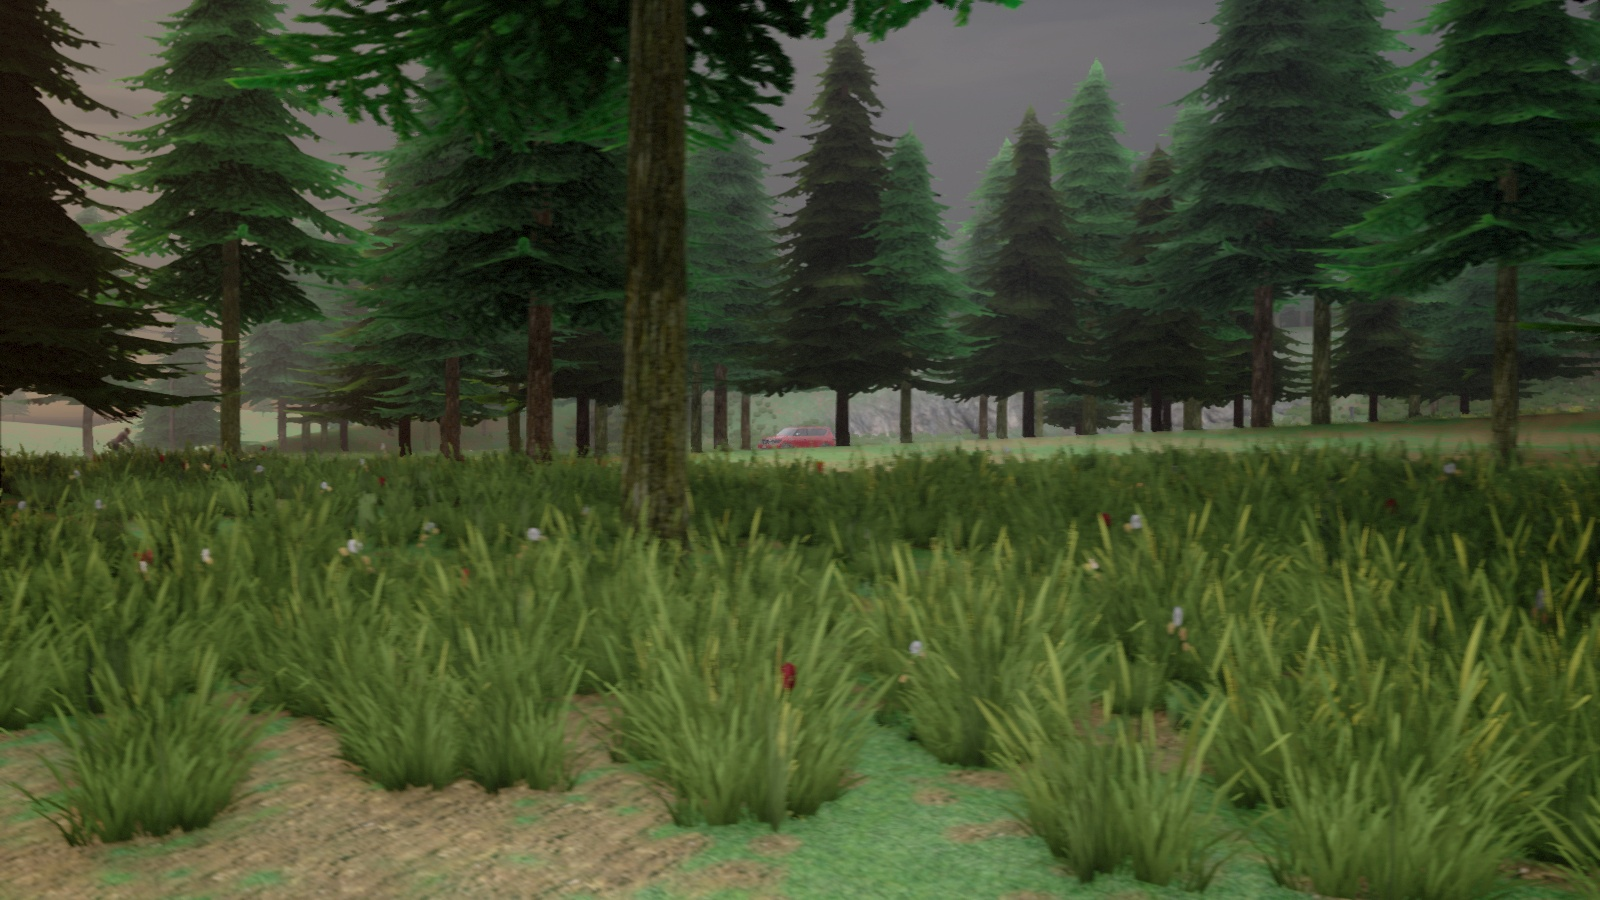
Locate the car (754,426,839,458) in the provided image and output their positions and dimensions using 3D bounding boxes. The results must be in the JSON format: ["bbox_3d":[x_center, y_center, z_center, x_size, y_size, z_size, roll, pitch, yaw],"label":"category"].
[{"bbox_3d":[-0.199,-0.549,83.571,5.566,2.045,2.150,-1,1,-39],"label":"car"}]
